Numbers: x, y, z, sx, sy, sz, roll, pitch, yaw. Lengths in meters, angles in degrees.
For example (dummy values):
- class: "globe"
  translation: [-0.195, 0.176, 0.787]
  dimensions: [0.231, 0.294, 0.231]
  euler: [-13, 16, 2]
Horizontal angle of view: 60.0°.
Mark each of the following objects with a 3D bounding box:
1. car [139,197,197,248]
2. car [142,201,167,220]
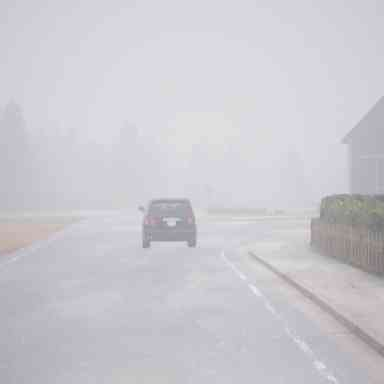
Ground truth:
- class: "car"
  translation: [-1.150, 1.242, 14.881]
  dimensions: [2.150, 2.045, 5.566]
  euler: [0, 1, -9]
- class: "car"
  translation: [-3.430, 1.562, 29.884]
  dimensions: [2.033, 1.411, 5.357]
  euler: [0, 0, -9]
